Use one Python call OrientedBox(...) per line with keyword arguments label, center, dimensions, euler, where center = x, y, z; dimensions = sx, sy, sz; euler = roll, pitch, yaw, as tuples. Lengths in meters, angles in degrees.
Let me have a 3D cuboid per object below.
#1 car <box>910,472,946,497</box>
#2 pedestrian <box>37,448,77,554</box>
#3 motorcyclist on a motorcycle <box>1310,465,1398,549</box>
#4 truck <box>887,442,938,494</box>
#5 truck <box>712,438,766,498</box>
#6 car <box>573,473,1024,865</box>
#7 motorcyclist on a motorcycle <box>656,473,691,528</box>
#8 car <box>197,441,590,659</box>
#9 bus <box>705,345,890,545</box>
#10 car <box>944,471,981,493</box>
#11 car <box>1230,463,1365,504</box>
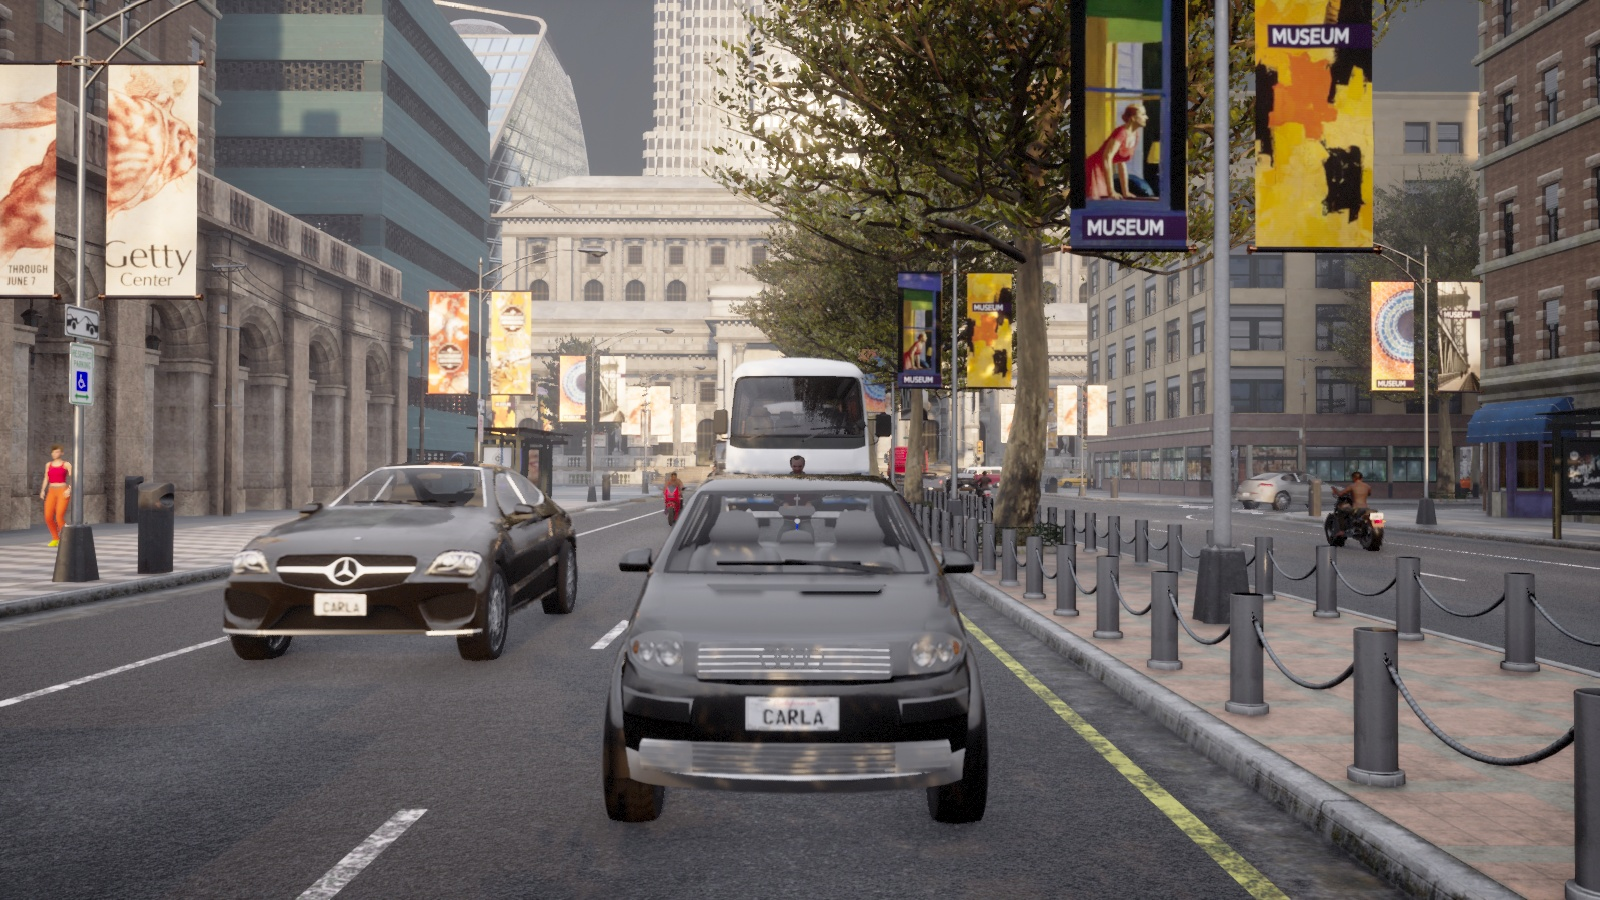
OrientedBox(label="car", center=(7.868, 2.095, 77.532), dimensions=(1.845, 1.501, 3.633), euler=(0, -1, 0))
OrientedBox(label="pedestrian", center=(-13.174, 0.897, 22.280), dimensions=(0.345, 1.836, 0.594), euler=(0, -1, 0))
OrientedBox(label="motorcyclist on a motorcycle", center=(11.456, 1.156, 26.078), dimensions=(0.766, 1.649, 2.350), euler=(0, -1, 0))
OrientedBox(label="truck", center=(7.820, 1.282, 88.391), dimensions=(2.891, 3.462, 7.936), euler=(0, -1, 0))
OrientedBox(label="truck", center=(-3.634, 1.128, 76.491), dimensions=(2.891, 3.462, 7.936), euler=(0, -1, 0))
OrientedBox(label="car", center=(-0.011, 0.911, 6.852), dimensions=(1.789, 1.549, 3.705), euler=(0, -1, 0))
OrientedBox(label="motorcyclist on a motorcycle", center=(-3.560, 1.405, 35.468), dimensions=(0.797, 1.523, 2.044), euler=(0, -1, 0))
OrientedBox(label="car", center=(-3.520, 0.810, 12.093), dimensions=(2.152, 1.651, 5.027), euler=(0, -1, 0))
OrientedBox(label="bus", center=(-0.059, -0.026, 31.960), dimensions=(3.944, 4.253, 10.273), euler=(0, -1, 0))
OrientedBox(label="car", center=(11.302, 2.213, 87.519), dimensions=(1.882, 1.535, 5.008), euler=(0, -1, 0))
OrientedBox(label="car", center=(20.909, 1.394, 52.789), dimensions=(5.027, 1.651, 2.152), euler=(0, -1, -18))
